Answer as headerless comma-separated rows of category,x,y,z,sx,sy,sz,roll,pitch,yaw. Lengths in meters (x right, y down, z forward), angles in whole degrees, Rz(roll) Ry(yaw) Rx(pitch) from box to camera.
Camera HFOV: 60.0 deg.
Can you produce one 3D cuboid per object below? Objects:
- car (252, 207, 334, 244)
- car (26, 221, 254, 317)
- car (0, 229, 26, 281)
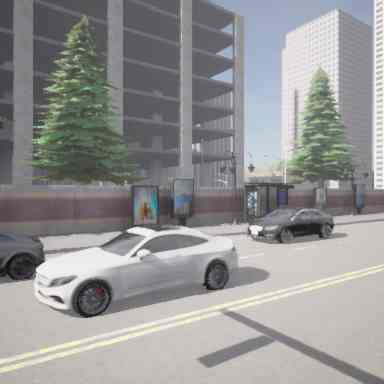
car,4.735,1.492,15.749,4.902,1.511,2.128,0,0,-35
car,-0.989,1.526,7.551,4.674,1.442,1.812,0,0,-35
car,-5.963,1.563,8.376,4.181,1.385,1.994,0,0,-34
